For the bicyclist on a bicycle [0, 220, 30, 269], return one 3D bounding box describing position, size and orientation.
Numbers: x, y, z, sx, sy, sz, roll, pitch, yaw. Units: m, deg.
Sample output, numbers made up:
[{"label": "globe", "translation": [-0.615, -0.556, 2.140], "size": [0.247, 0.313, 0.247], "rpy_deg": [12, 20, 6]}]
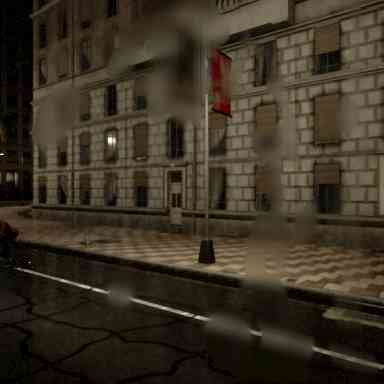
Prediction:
[{"label": "bicyclist on a bicycle", "translation": [-5.333, 1.449, 9.276], "size": [0.582, 1.620, 1.656], "rpy_deg": [0, 1, 36]}]
